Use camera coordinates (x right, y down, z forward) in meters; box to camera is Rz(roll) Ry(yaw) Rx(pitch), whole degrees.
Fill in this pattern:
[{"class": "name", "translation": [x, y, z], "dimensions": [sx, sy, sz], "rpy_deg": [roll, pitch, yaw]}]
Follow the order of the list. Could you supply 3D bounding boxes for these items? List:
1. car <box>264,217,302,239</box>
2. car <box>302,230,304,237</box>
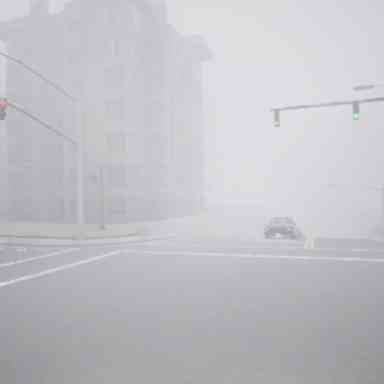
[{"class": "car", "translation": [6.146, 2.415, 22.710], "dimensions": [2.033, 1.411, 5.357], "rpy_deg": [-2, -6, 20]}, {"class": "car", "translation": [9.639, 4.070, 31.943], "dimensions": [1.994, 1.385, 4.181], "rpy_deg": [-2, -13, 20]}]
